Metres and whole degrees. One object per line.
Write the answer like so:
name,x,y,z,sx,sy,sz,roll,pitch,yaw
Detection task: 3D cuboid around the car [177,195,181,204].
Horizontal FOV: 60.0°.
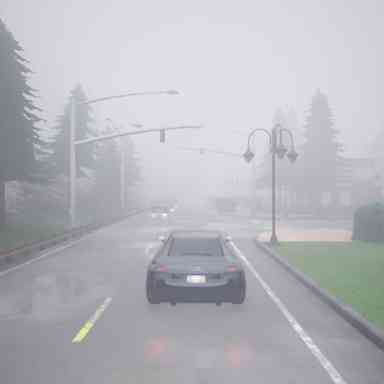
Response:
car,-3.501,1.565,60.413,1.837,1.490,4.892,0,0,0

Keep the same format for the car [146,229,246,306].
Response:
car,0.086,1.572,8.114,1.994,1.385,4.181,0,0,0

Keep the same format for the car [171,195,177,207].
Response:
car,-3.542,1.525,48.304,1.882,1.535,5.008,0,0,0

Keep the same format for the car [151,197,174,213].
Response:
car,-3.556,1.585,38.451,2.033,1.411,5.357,0,0,0
